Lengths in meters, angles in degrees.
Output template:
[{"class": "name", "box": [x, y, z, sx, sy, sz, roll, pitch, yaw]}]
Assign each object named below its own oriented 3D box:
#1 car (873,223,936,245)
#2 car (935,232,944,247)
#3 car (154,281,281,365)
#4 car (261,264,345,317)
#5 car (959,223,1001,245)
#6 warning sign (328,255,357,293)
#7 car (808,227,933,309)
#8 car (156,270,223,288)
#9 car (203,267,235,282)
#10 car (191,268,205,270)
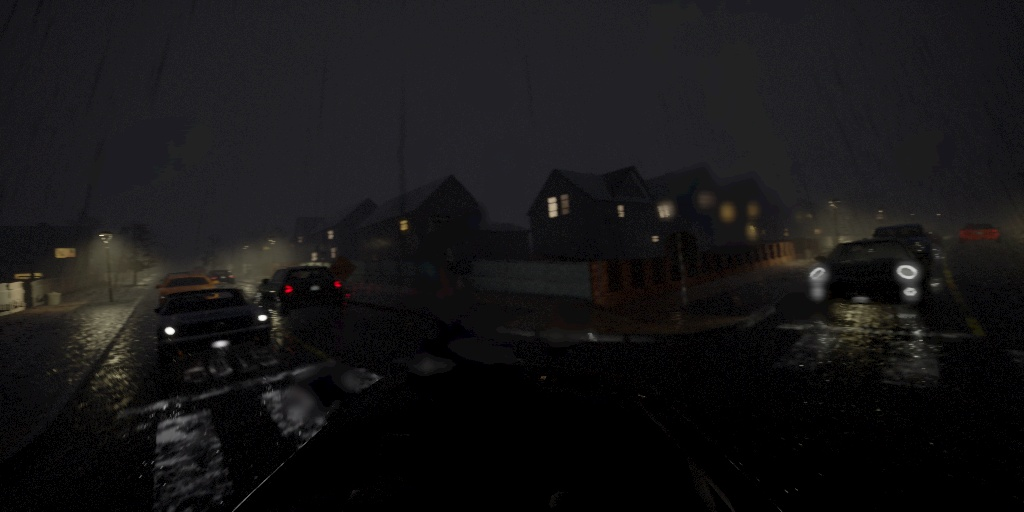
[{"class": "car", "box": [19.649, -0.563, 18.228, 5.566, 2.045, 2.150, -6, 0, -40]}, {"class": "car", "box": [36.464, -1.409, 31.591, 4.718, 1.301, 1.895, -4, -1, -37]}, {"class": "car", "box": [-7.367, 1.494, 8.745, 1.895, 1.301, 4.718, -4, 2, -44]}, {"class": "car", "box": [-8.372, 1.193, 14.039, 2.097, 1.767, 4.553, -4, 2, -45]}, {"class": "car", "box": [40.493, -2.009, 31.055, 4.553, 1.767, 2.097, -4, -1, -37]}, {"class": "warning sign", "box": [-7.933, 0.875, 17.064, 1.300, 1.860, 1.060, 0, 0, -44]}, {"class": "car", "box": [9.954, 0.314, 9.952, 4.553, 1.767, 2.097, -4, -1, -39]}, {"class": "car", "box": [-15.054, 1.615, 16.667, 1.882, 1.535, 5.008, -4, 2, -44]}, {"class": "car", "box": [-26.932, 1.982, 33.087, 2.033, 1.411, 5.357, -4, 2, -44]}, {"class": "car", "box": [-23.657, 1.902, 25.558, 2.128, 1.511, 4.902, -4, 2, -44]}]
